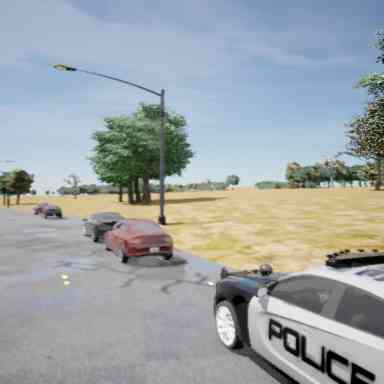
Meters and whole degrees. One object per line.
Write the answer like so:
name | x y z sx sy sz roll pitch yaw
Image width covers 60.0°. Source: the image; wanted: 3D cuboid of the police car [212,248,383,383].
police car | 1.945 1.519 4.021 1.930 1.638 5.238 1 -1 -24

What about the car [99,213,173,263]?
car | -2.217 1.777 13.053 1.812 1.442 4.674 1 -1 -25

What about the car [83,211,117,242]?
car | -4.832 1.852 18.492 1.837 1.490 4.892 1 -1 -26

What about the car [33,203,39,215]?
car | -21.891 2.412 48.523 2.097 1.767 4.553 1 -2 -31

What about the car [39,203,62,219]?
car | -15.980 2.253 37.897 1.837 1.490 4.892 1 -2 -29
